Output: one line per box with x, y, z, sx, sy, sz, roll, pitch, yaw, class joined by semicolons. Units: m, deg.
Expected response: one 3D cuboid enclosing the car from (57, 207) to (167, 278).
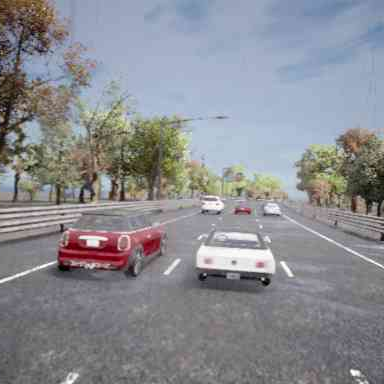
-2.168;1.309;10.351;2.097;1.767;4.553;3;0;8;car

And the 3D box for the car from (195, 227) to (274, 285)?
1.297;1.712;10.007;1.895;1.301;4.718;3;0;8;car

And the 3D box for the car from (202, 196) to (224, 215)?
2.541;1.557;40.082;2.150;2.045;5.566;2;0;10;car

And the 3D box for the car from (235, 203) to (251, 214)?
6.717;2.108;43.548;1.994;1.385;4.181;2;0;11;car

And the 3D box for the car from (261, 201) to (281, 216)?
9.948;2.203;41.748;1.812;1.442;4.674;2;0;10;car

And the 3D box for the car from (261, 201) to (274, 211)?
13.213;2.419;58.582;2.128;1.511;4.902;2;0;12;car
